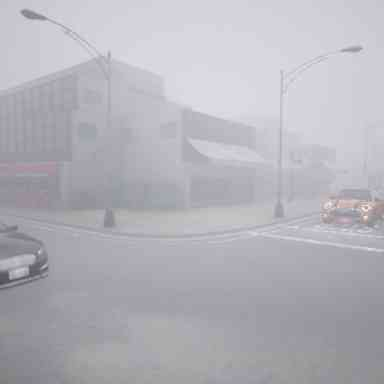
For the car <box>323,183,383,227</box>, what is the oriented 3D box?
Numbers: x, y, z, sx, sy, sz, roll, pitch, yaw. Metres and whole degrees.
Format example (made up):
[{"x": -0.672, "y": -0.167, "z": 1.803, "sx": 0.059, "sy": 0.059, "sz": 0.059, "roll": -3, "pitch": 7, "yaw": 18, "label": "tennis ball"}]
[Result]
[{"x": 8.068, "y": 0.600, "z": 16.417, "sx": 2.097, "sy": 1.767, "sz": 4.553, "roll": 2, "pitch": 3, "yaw": 37, "label": "car"}]

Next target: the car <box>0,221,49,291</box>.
[{"x": -5.163, "y": 1.159, "z": 7.185, "sx": 4.902, "sy": 1.511, "sz": 2.128, "roll": 0, "pitch": 2, "yaw": 31, "label": "car"}]

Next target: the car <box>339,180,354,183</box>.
[{"x": 36.477, "y": -1.507, "z": 77.394, "sx": 2.007, "sy": 1.523, "sz": 4.514, "roll": 2, "pitch": 3, "yaw": 38, "label": "car"}]
